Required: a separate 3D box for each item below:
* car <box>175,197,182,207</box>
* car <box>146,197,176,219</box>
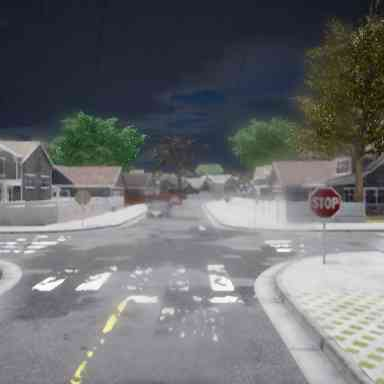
[{"bbox_3d":[-2.553,1.511,50.959,1.994,1.385,4.181,0,0,3],"label":"car"},{"bbox_3d":[-2.751,1.511,28.310,2.128,1.511,4.902,0,1,0],"label":"car"}]
